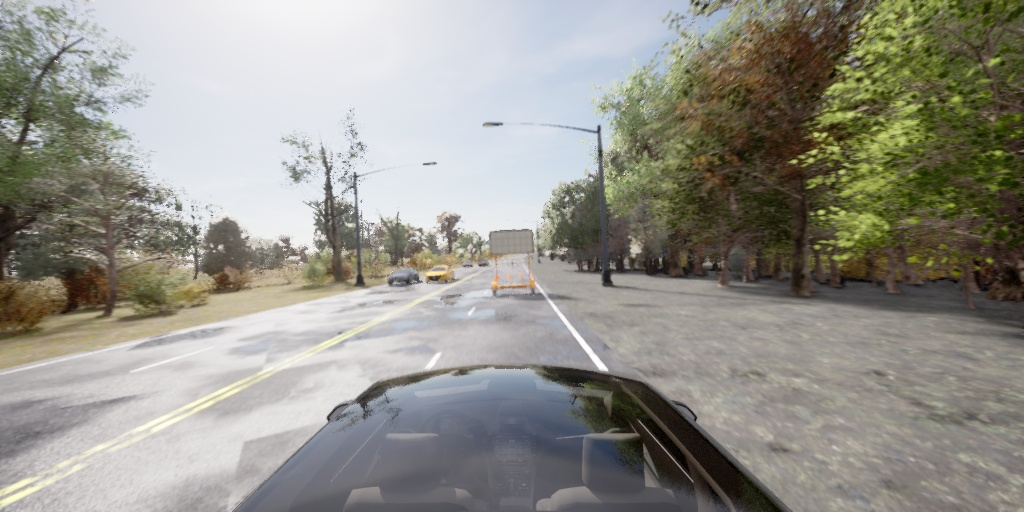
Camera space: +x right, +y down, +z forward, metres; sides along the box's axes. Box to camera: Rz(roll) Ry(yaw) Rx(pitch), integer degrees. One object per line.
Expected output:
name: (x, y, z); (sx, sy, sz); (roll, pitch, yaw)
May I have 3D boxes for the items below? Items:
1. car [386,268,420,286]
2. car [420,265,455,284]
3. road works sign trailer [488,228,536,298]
car: (-9.659, 1.805, 32.251); (1.812, 1.442, 4.674); (-3, 0, 1)
car: (-6.417, 1.604, 32.227); (1.882, 1.535, 5.008); (-3, 0, 1)
road works sign trailer: (0.109, 0.297, 19.707); (2.380, 3.560, 2.880); (0, 0, 1)
